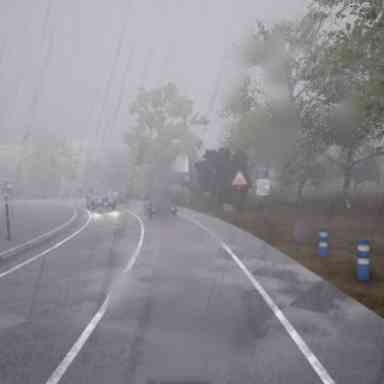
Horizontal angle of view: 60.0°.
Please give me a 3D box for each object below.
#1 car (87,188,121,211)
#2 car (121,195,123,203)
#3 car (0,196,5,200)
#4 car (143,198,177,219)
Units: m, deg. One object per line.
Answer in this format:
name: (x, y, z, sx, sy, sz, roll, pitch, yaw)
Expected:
car: (-8.797, 0.643, 32.014, 2.150, 2.045, 5.566, -3, 2, -24)
car: (-10.158, 0.645, 41.755, 1.812, 1.442, 4.674, -4, 3, -32)
car: (-36.254, 1.187, 61.839, 4.892, 1.490, 1.837, -3, 5, 29)
car: (-2.411, 1.107, 23.817, 1.895, 1.301, 4.718, -2, 2, -14)
